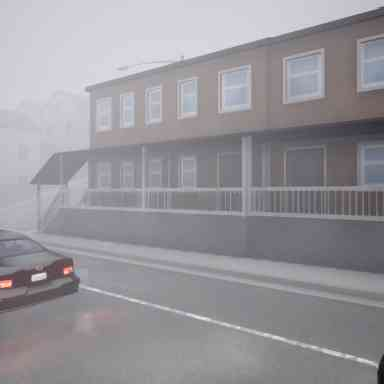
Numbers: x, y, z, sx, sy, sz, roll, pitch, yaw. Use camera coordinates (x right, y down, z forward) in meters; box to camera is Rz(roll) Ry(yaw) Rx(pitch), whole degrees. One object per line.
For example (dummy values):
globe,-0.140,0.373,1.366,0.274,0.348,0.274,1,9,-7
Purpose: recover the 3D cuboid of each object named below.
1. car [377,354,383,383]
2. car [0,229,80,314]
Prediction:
car,3.612,1.474,1.408,5.008,1.535,1.882,-1,0,35
car,-4.737,1.547,7.343,5.357,1.411,2.033,0,0,36
